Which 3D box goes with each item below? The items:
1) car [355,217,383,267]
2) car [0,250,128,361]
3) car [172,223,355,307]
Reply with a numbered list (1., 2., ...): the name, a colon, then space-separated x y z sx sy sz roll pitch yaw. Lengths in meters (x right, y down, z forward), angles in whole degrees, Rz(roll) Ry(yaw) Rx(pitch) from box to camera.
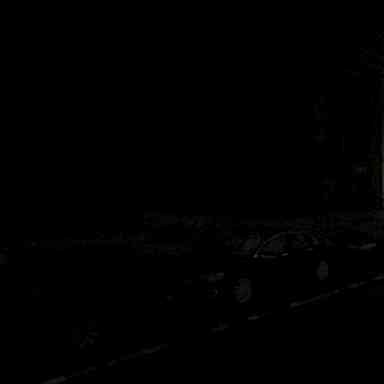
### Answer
1. car: 6.185 1.511 11.049 4.206 1.307 1.802 0 0 -35
2. car: -3.000 1.565 4.512 4.313 1.339 1.947 0 0 -35
3. car: 1.592 1.515 7.780 4.403 1.369 2.008 0 0 -35
